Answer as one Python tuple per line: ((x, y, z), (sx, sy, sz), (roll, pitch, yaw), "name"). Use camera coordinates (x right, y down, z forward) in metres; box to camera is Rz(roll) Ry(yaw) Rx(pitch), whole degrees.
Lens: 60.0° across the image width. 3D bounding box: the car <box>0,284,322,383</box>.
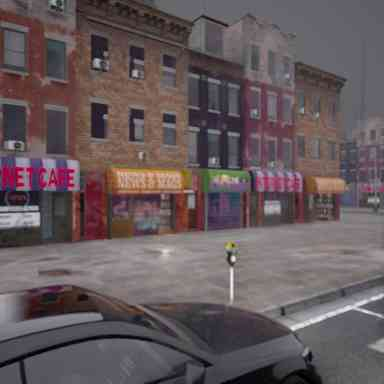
((-0.948, 1.527, 2.607), (4.674, 1.442, 1.812), (0, 0, -35), "car")
